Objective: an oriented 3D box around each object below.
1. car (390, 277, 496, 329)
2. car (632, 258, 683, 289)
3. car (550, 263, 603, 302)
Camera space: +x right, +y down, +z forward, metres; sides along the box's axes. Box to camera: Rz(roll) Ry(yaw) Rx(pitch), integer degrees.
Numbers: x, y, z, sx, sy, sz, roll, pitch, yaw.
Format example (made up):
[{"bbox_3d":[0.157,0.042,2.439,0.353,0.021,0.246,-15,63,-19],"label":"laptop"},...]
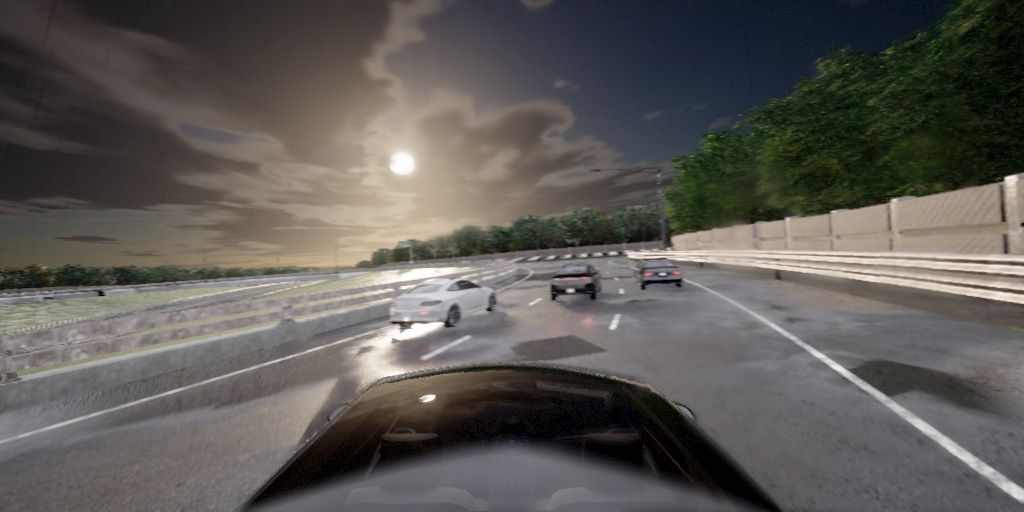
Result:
[{"bbox_3d":[-2.110,1.432,12.006,1.812,1.442,4.674,-4,0,20],"label":"car"},{"bbox_3d":[7.211,0.801,18.129,2.033,1.411,5.357,-4,0,14],"label":"car"},{"bbox_3d":[2.903,1.047,15.876,2.128,1.511,4.902,-4,0,17],"label":"car"}]
